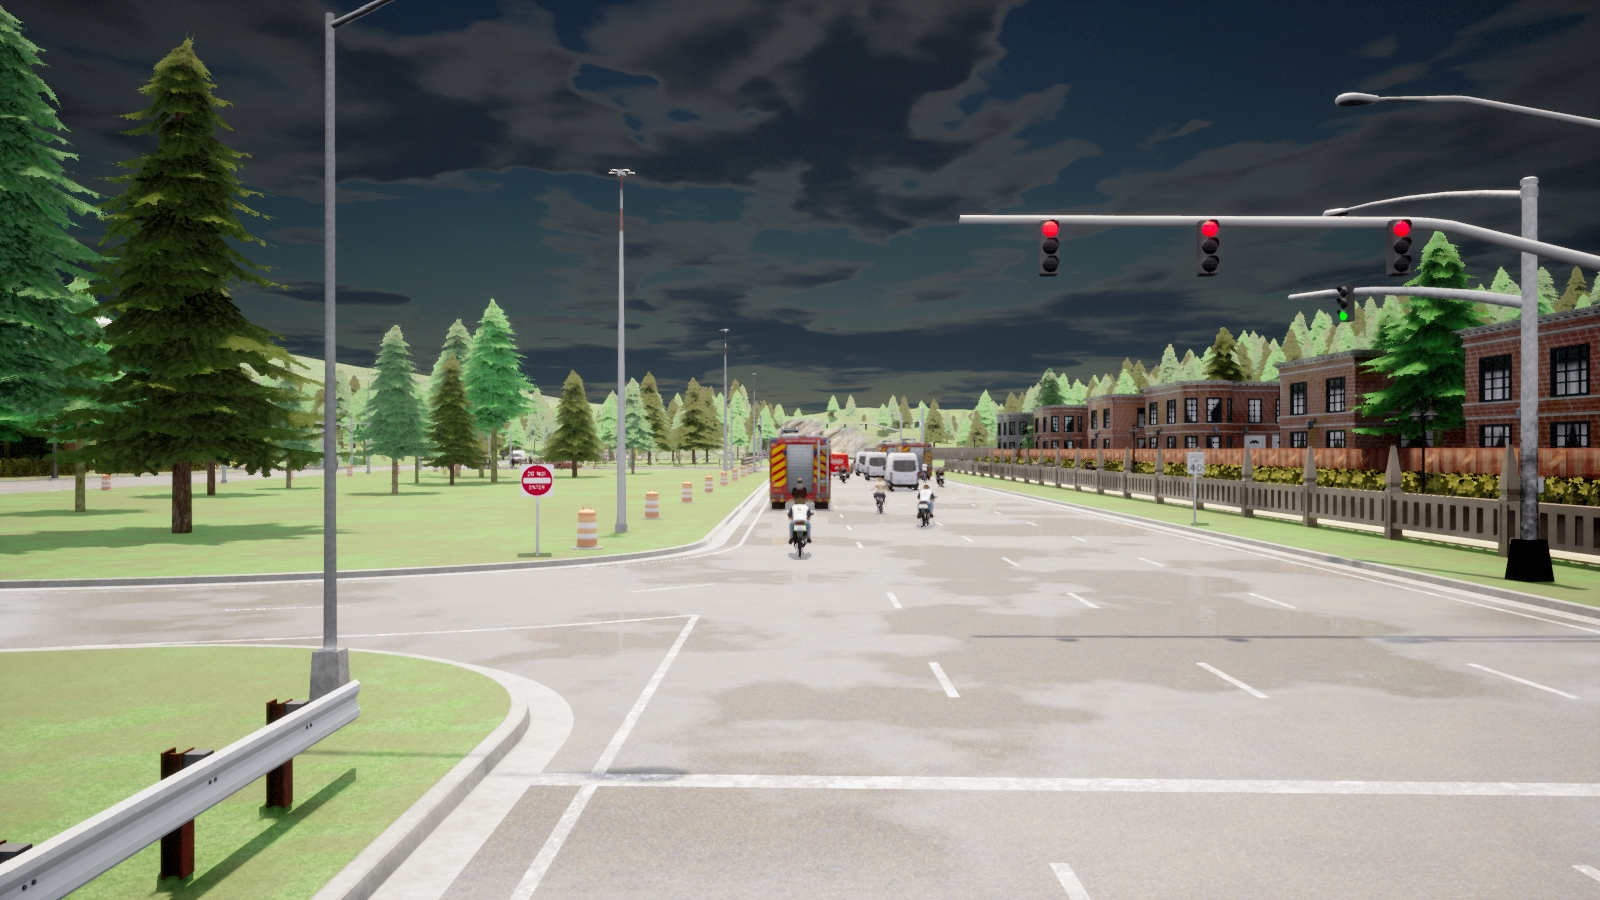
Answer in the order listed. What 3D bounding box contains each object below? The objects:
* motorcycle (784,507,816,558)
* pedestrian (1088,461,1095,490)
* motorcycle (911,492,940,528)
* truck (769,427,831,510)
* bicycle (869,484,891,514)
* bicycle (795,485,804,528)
[{"bbox_3d":[-0.002,2.172,30.264,0.803,1.199,2.033,0,0,0],"label":"motorcycle"},{"bbox_3d":[19.138,1.662,75.020,0.375,1.860,0.375,0,0,0],"label":"pedestrian"},{"bbox_3d":[4.567,2.166,41.462,0.803,1.199,2.033,1,0,13],"label":"motorcycle"},{"bbox_3d":[-0.007,0.863,57.353,2.891,3.827,8.468,0,0,0],"label":"truck"},{"bbox_3d":[3.498,2.134,49.899,0.859,1.277,1.487,0,0,0],"label":"bicycle"},{"bbox_3d":[-0.008,2.040,41.613,0.329,1.471,1.835,0,0,0],"label":"bicycle"}]
